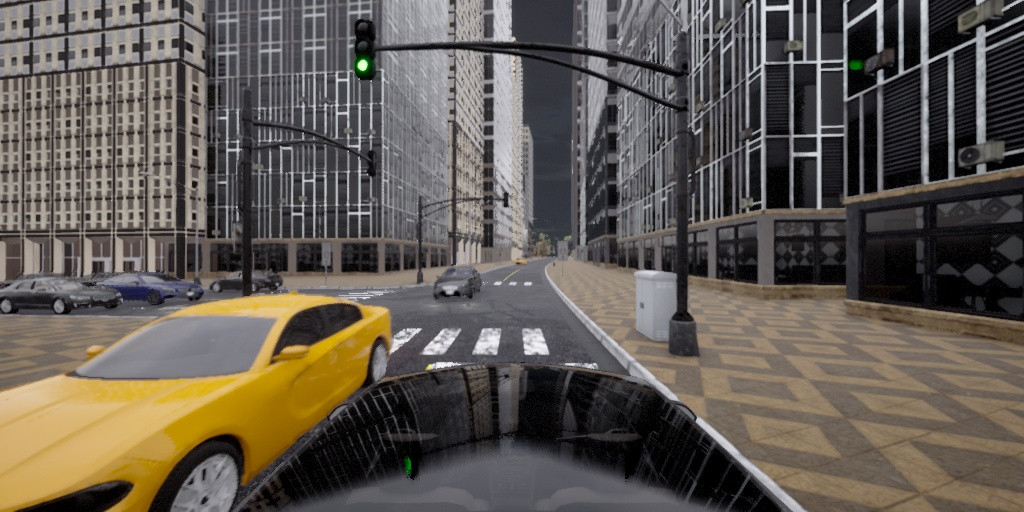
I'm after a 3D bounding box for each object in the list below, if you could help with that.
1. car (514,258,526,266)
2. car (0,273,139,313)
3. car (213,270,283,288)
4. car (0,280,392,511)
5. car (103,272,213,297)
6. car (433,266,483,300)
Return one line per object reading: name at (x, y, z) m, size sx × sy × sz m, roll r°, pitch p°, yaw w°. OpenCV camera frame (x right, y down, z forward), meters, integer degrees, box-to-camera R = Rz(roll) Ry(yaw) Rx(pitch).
car at (1.490, 1.020, 65.435) m, size 1.882 × 1.535 × 5.008 m, roll 0°, pitch 1°, yaw 8°
car at (-18.105, 1.540, 14.415) m, size 4.403 × 1.370 × 2.007 m, roll 0°, pitch 0°, yaw 9°
car at (-16.776, 1.563, 22.690) m, size 4.403 × 1.370 × 2.007 m, roll 0°, pitch 0°, yaw 9°
car at (-2.959, 1.230, 4.030) m, size 1.882 × 1.535 × 5.008 m, roll 0°, pitch 0°, yaw 1°
car at (-17.113, 1.512, 16.881) m, size 4.674 × 1.442 × 1.812 m, roll -1°, pitch 0°, yaw 9°
car at (-2.621, 1.280, 18.103) m, size 2.128 × 1.511 × 4.902 m, roll -1°, pitch 1°, yaw 2°
